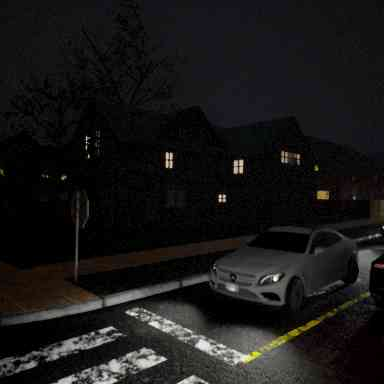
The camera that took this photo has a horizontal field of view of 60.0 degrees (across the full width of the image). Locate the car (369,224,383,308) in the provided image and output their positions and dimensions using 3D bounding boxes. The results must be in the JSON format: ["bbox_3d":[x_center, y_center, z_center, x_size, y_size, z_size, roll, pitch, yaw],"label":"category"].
[{"bbox_3d":[5.306,1.481,6.787,4.902,1.511,2.128,0,0,-42],"label":"car"}]

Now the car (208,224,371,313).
[{"bbox_3d":[2.414,1.538,7.908,4.674,1.442,1.812,0,-1,-45],"label":"car"}]
